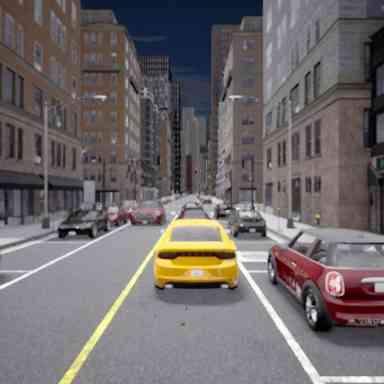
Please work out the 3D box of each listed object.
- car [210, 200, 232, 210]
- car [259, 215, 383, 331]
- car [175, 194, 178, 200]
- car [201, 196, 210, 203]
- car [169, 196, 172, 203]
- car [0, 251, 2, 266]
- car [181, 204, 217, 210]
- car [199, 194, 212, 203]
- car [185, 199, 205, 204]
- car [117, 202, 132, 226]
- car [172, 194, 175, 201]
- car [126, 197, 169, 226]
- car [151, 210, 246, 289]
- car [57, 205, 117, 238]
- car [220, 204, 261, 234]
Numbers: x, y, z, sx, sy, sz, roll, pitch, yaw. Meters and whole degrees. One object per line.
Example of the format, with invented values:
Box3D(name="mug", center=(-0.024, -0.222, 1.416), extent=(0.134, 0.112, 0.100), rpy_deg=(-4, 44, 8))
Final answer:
Box3D(name="car", center=(2.866, 1.613, 28.893), extent=(1.947, 1.339, 4.313), rpy_deg=(0, 0, 0))
Box3D(name="car", center=(2.857, 1.450, 6.888), extent=(1.967, 1.590, 4.097), rpy_deg=(0, 0, 0))
Box3D(name="car", center=(-5.552, 1.778, 92.872), extent=(1.752, 1.417, 4.829), rpy_deg=(0, 0, 0))
Box3D(name="car", center=(2.926, 1.687, 71.562), extent=(1.752, 1.417, 4.829), rpy_deg=(0, 0, 0))
Box3D(name="car", center=(-5.611, 1.725, 65.999), extent=(1.802, 1.307, 4.206), rpy_deg=(0, 0, 0))
Box3D(name="car", center=(-5.668, 1.592, 6.891), extent=(1.802, 1.307, 4.206), rpy_deg=(0, 0, 0))
Box3D(name="car", center=(0.114, 1.594, 18.729), extent=(1.994, 1.385, 4.181), rpy_deg=(0, 0, -1))
Box3D(name="car", center=(2.914, 1.583, 65.983), extent=(1.967, 1.590, 4.097), rpy_deg=(0, 0, 0))
Box3D(name="car", center=(0.010, 1.572, 28.622), extent=(1.812, 1.442, 4.674), rpy_deg=(0, 0, 2))
Box3D(name="car", center=(-5.662, 1.619, 23.395), extent=(1.802, 1.307, 4.206), rpy_deg=(0, 0, 0))
Box3D(name="car", center=(-5.587, 1.732, 76.816), extent=(2.008, 1.369, 4.403), rpy_deg=(0, 0, 0))
Box3D(name="car", center=(-3.046, 1.389, 23.943), extent=(2.097, 1.767, 4.553), rpy_deg=(0, 0, 0))
Box3D(name="car", center=(0.096, 1.492, 9.209), extent=(1.882, 1.535, 5.008), rpy_deg=(0, 0, 0))
Box3D(name="car", center=(-5.664, 1.594, 17.894), extent=(1.947, 1.339, 4.313), rpy_deg=(0, 0, 0))
Box3D(name="car", center=(2.861, 1.579, 17.891), extent=(2.008, 1.369, 4.403), rpy_deg=(0, 0, 0))
